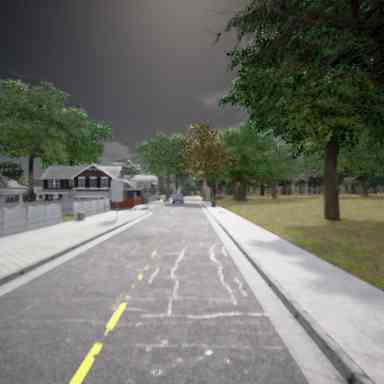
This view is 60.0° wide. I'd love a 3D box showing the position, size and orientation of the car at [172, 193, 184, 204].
[{"bbox_3d":[-2.710,1.316,64.998,2.150,2.045,5.566,0,1,0],"label":"car"}]
